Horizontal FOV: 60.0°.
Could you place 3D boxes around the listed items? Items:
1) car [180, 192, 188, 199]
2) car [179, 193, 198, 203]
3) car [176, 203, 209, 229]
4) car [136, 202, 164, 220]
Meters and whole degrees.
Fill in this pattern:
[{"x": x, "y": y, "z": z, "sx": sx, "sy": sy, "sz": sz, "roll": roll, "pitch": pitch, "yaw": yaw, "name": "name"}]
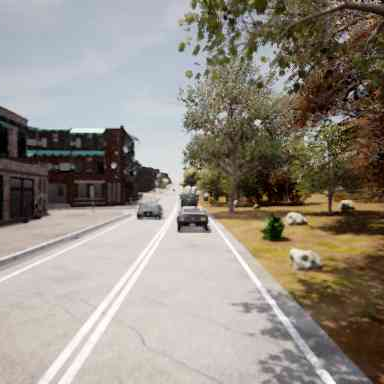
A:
[{"x": -1.997, "y": 0.892, "z": 78.752, "sx": 1.837, "sy": 1.490, "sz": 4.892, "roll": 0, "pitch": 1, "yaw": -3, "name": "car"}, {"x": -0.400, "y": 1.159, "z": 42.768, "sx": 2.150, "sy": 2.045, "sz": 5.566, "roll": 0, "pitch": 0, "yaw": -2, "name": "car"}, {"x": 0.008, "y": 1.587, "z": 21.288, "sx": 1.895, "sy": 1.301, "sz": 4.718, "roll": 0, "pitch": 0, "yaw": -1, "name": "car"}, {"x": -3.445, "y": 1.539, "z": 28.013, "sx": 1.994, "sy": 1.385, "sz": 4.181, "roll": 0, "pitch": 0, "yaw": 0, "name": "car"}]
